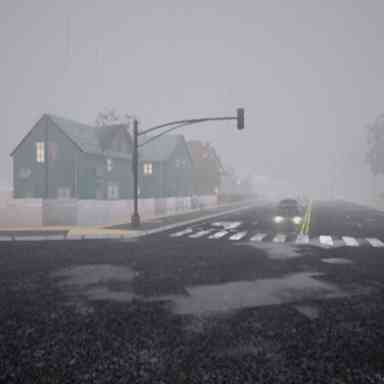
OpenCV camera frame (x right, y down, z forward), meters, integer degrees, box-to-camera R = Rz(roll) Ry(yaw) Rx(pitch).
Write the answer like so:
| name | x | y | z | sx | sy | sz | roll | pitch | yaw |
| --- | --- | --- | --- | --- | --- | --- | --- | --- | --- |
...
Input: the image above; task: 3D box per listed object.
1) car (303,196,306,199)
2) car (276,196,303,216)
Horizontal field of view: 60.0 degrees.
| name | x | y | z | sx | sy | sz | roll | pitch | yaw |
| --- | --- | --- | --- | --- | --- | --- | --- | --- | --- |
| car | 20.874 | 1.098 | 63.322 | 2.128 | 1.511 | 4.902 | 0 | 0 | 20 |
| car | 8.876 | 1.346 | 30.435 | 1.882 | 1.535 | 5.008 | 0 | 1 | 20 |
